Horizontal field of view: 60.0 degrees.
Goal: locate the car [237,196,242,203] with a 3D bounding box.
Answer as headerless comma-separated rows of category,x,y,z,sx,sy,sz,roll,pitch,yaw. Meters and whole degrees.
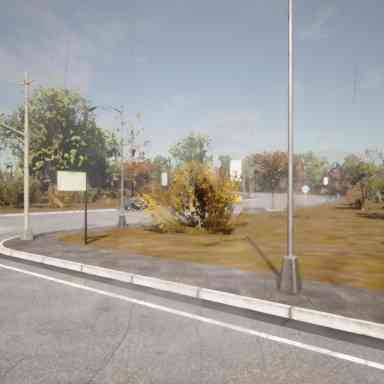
car,6.831,1.212,57.118,1.882,1.535,5.008,0,1,38

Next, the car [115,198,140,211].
car,-6.941,1.492,39.985,1.837,1.490,4.892,0,0,39
